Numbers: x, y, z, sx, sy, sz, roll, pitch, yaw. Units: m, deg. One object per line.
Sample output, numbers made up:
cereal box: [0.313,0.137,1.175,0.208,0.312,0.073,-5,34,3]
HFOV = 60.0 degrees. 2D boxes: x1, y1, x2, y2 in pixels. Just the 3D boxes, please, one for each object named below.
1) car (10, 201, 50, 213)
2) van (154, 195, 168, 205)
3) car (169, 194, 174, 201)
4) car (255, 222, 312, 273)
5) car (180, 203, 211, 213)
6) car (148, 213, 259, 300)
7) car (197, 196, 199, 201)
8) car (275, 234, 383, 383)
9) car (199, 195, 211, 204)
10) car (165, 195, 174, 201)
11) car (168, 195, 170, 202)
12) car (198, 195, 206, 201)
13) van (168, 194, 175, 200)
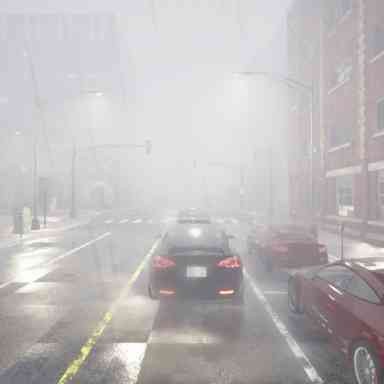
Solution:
car: [-18.790,1.730,38.711,4.313,1.339,1.947,0,-1,0]
van: [-5.797,1.359,59.648,1.690,1.788,3.998,1,0,0]
car: [-5.835,1.607,76.604,1.802,1.307,4.206,1,0,0]
car: [2.816,1.585,10.372,1.802,1.307,4.206,1,0,0]
car: [0.065,1.552,17.686,2.033,1.411,5.357,0,0,-1]
car: [0.083,1.506,8.414,2.163,1.488,4.792,0,0,0]
car: [2.534,1.573,82.236,1.887,1.381,4.507,1,0,0]
car: [2.658,1.583,4.716,1.802,1.307,4.206,1,0,0]
car: [2.580,1.544,59.796,1.752,1.417,4.829,1,0,0]
car: [-5.858,1.582,87.909,2.008,1.369,4.403,1,0,0]
car: [-5.812,1.602,65.300,1.802,1.307,4.206,1,0,0]
car: [2.522,1.597,87.887,1.947,1.339,4.313,1,0,0]
van: [-5.866,1.375,93.561,1.690,1.788,3.998,1,0,0]
